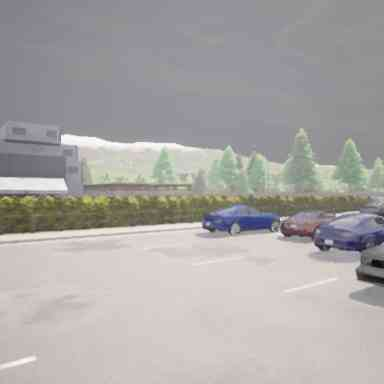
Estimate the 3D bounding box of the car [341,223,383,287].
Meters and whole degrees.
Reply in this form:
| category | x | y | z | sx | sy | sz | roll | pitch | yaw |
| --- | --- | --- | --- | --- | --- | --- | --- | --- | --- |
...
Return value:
| category | x | y | z | sx | sy | sz | roll | pitch | yaw |
| --- | --- | --- | --- | --- | --- | --- | --- | --- | --- |
| car | 6.187 | 1.572 | 8.207 | 5.357 | 1.411 | 2.033 | 0 | 0 | -35 |

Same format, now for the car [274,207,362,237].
| category | x | y | z | sx | sy | sz | roll | pitch | yaw |
| --- | --- | --- | --- | --- | --- | --- | --- | --- | --- |
| car | 6.481 | 1.602 | 16.986 | 4.181 | 1.385 | 1.994 | 0 | 0 | -35 |

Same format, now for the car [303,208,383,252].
| category | x | y | z | sx | sy | sz | roll | pitch | yaw |
| --- | --- | --- | --- | --- | --- | --- | --- | --- | --- |
| car | 6.585 | 1.557 | 12.771 | 4.674 | 1.442 | 1.812 | 0 | 0 | -35 |

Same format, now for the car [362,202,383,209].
| category | x | y | z | sx | sy | sz | roll | pitch | yaw |
| --- | --- | --- | --- | --- | --- | --- | --- | --- | --- |
| car | 16.181 | 1.565 | 28.378 | 4.902 | 1.511 | 2.128 | 0 | 0 | -38 |

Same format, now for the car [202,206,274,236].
| category | x | y | z | sx | sy | sz | roll | pitch | yaw |
| --- | --- | --- | --- | --- | --- | --- | --- | --- | --- |
| car | 2.868 | 1.510 | 18.717 | 5.008 | 1.535 | 1.882 | 0 | 0 | -35 |
